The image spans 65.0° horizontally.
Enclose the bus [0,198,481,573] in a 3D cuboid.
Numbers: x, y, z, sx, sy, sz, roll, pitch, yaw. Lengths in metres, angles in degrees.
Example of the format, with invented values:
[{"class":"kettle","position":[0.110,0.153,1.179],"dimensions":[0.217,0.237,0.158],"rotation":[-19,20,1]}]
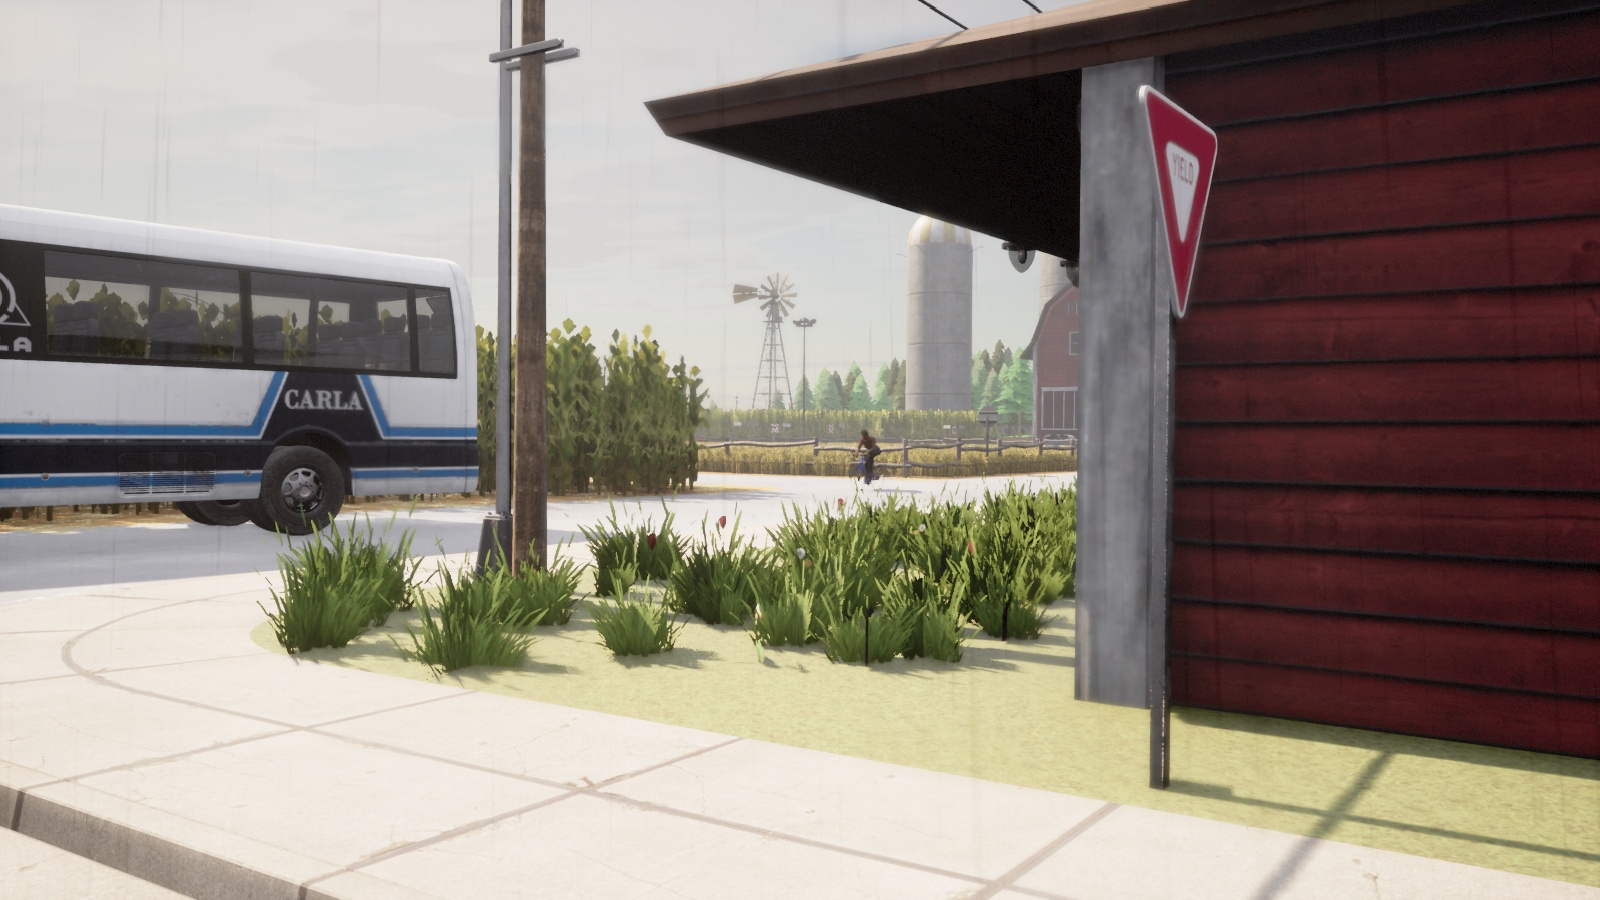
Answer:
[{"class":"bus","position":[-9.744,-0.756,16.508],"dimensions":[3.944,4.253,10.273],"rotation":[0,1,41]}]

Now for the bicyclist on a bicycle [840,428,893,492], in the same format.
[{"class":"bicyclist on a bicycle","position":[1.752,0.249,32.695],"dimensions":[0.582,1.620,1.656],"rotation":[0,1,34]}]
